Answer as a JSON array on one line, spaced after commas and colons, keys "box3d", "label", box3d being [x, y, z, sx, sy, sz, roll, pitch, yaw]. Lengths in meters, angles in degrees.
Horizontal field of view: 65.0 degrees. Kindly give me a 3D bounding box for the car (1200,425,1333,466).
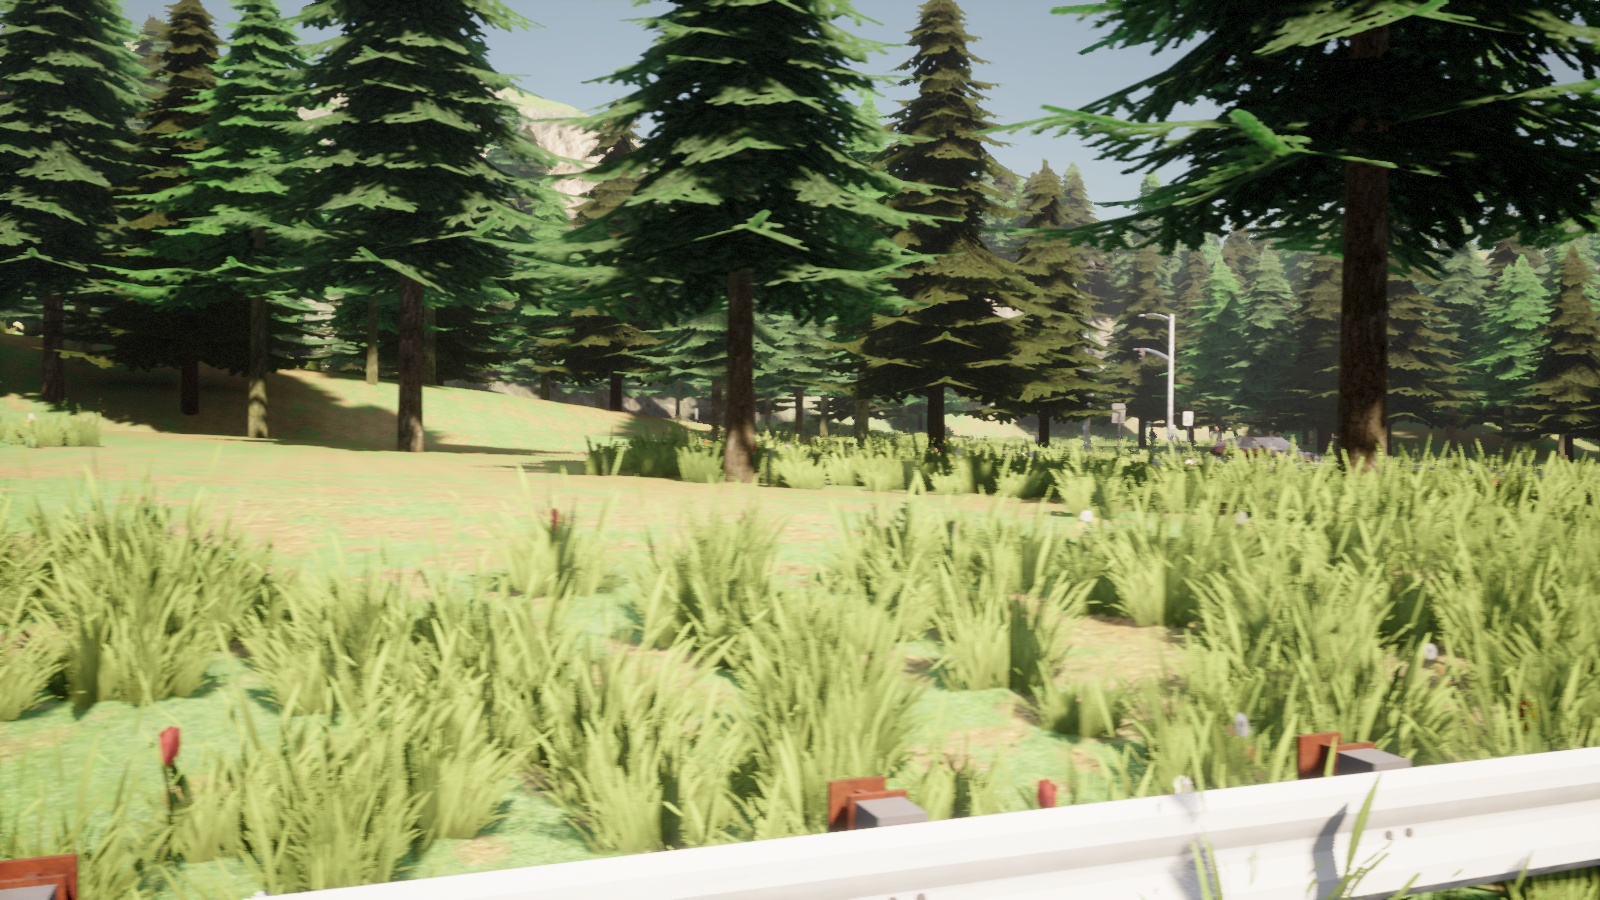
[{"box3d": [17.785, -0.198, 48.120, 2.163, 1.488, 4.792, -1, 1, -20], "label": "car"}]
